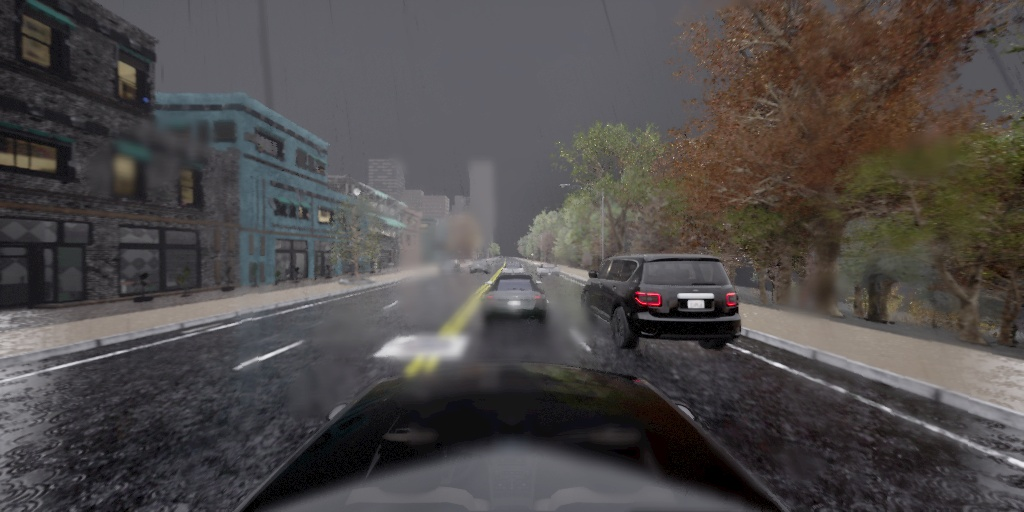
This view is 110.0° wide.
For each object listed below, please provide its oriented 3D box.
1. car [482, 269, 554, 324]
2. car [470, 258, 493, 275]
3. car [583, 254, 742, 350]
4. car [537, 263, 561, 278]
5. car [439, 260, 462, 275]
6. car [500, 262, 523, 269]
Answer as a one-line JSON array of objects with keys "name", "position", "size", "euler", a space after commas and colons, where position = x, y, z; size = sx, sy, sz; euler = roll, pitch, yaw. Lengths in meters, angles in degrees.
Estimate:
[{"name": "car", "position": [0.096, 1.312, 11.996], "size": [1.994, 1.385, 4.181], "euler": [0, 0, 0]}, {"name": "car", "position": [-3.350, 1.247, 38.614], "size": [1.837, 1.490, 4.892], "euler": [0, 0, 0]}, {"name": "car", "position": [3.349, 0.970, 9.206], "size": [2.150, 2.045, 5.566], "euler": [0, 0, 0]}, {"name": "car", "position": [3.342, 1.343, 33.241], "size": [1.895, 1.301, 4.718], "euler": [0, 0, 0]}, {"name": "car", "position": [-6.597, 1.233, 38.897], "size": [2.128, 1.511, 4.902], "euler": [0, 0, 0]}, {"name": "car", "position": [0.093, 1.344, 33.273], "size": [1.895, 1.301, 4.718], "euler": [0, 0, 0]}]
